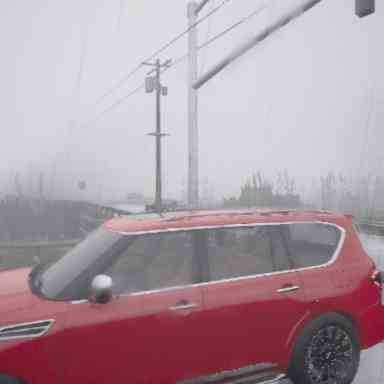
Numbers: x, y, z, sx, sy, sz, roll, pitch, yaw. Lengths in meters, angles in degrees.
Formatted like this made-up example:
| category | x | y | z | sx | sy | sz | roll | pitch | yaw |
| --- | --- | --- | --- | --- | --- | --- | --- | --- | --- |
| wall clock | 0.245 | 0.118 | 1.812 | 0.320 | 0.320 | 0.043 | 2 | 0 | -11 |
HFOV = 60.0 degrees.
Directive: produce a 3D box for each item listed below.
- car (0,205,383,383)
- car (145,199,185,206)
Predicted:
| category | x | y | z | sx | sy | sz | roll | pitch | yaw |
| --- | --- | --- | --- | --- | --- | --- | --- | --- | --- |
| car | -0.345 | 1.255 | 3.969 | 5.566 | 2.045 | 2.150 | 0 | -1 | -21 |
| car | -1.218 | 1.175 | 21.159 | 1.895 | 1.301 | 4.718 | 0 | 3 | -32 |
